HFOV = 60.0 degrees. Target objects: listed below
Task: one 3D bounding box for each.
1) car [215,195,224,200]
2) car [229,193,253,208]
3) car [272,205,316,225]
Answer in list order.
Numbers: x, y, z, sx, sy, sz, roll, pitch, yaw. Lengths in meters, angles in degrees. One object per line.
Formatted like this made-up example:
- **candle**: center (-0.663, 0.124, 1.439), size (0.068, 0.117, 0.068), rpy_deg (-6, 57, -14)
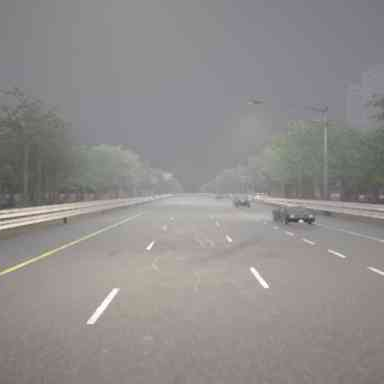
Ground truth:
- **car**: center (7.478, 1.492, 94.829), size (1.837, 1.490, 4.892), rpy_deg (0, 0, 5)
- **car**: center (7.120, 1.351, 48.798), size (2.097, 1.767, 4.553), rpy_deg (0, 0, 0)
- **car**: center (7.042, 1.601, 23.625), size (1.895, 1.301, 4.718), rpy_deg (0, 0, 0)
